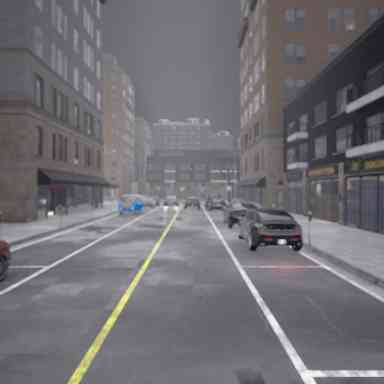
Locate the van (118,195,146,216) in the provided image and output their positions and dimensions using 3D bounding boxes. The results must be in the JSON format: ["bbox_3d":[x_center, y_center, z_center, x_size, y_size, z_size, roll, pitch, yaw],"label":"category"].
[{"bbox_3d":[-5.398,1.115,29.507,1.690,1.788,3.998,0,0,0],"label":"van"}]

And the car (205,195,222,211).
[{"bbox_3d":[2.625,1.296,35.173,1.947,1.339,4.313,0,0,0],"label":"car"}]

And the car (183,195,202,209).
[{"bbox_3d":[0.055,1.202,39.347,1.837,1.490,4.892,0,0,0],"label":"car"}]

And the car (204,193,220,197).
[{"bbox_3d":[2.623,1.002,40.833,2.192,1.841,5.009,0,0,0],"label":"car"}]

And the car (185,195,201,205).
[{"bbox_3d":[0.179,1.185,49.487,1.994,1.385,4.181,0,0,6],"label":"car"}]

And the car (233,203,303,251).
[{"bbox_3d":[3.016,1.398,13.561,1.837,1.490,4.892,0,0,0],"label":"car"}]

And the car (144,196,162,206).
[{"bbox_3d":[-5.404,1.210,46.494,1.947,1.339,4.313,0,0,0],"label":"car"}]

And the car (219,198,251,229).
[{"bbox_3d":[3.008,1.318,20.560,1.882,1.535,5.008,0,0,0],"label":"car"}]

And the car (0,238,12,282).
[{"bbox_3d":[-5.390,1.528,6.862,1.802,1.307,4.206,0,0,0],"label":"car"}]

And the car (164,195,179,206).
[{"bbox_3d":[-2.813,1.176,45.706,1.812,1.442,4.674,0,0,0],"label":"car"}]

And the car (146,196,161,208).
[{"bbox_3d":[-5.402,1.238,40.832,2.008,1.369,4.403,0,0,0],"label":"car"}]
